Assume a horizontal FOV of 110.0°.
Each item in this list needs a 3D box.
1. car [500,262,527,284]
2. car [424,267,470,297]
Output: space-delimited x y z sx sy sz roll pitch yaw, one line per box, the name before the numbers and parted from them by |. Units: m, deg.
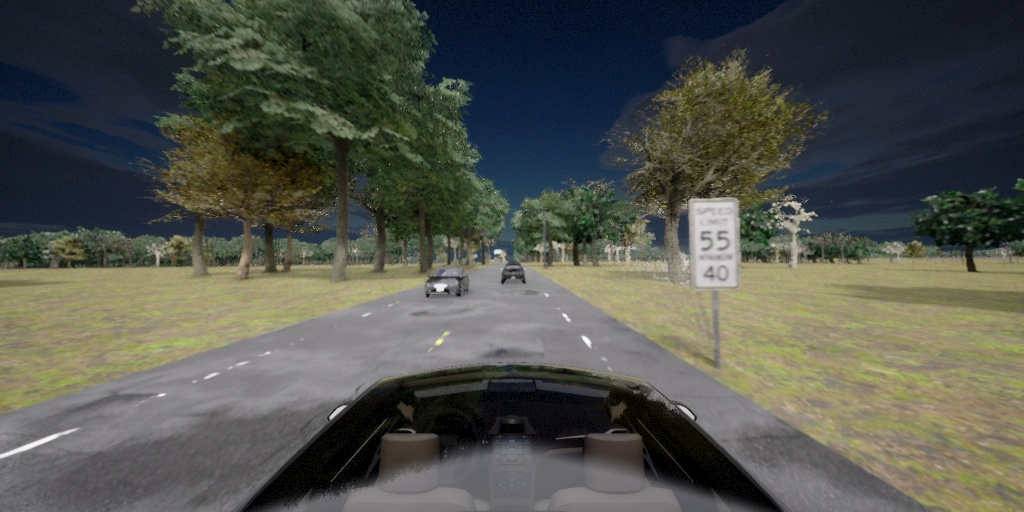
car | 0.123 1.353 28.442 1.837 1.490 4.892 -1 -1 1
car | -3.441 1.367 19.694 2.128 1.511 4.902 -1 0 0
